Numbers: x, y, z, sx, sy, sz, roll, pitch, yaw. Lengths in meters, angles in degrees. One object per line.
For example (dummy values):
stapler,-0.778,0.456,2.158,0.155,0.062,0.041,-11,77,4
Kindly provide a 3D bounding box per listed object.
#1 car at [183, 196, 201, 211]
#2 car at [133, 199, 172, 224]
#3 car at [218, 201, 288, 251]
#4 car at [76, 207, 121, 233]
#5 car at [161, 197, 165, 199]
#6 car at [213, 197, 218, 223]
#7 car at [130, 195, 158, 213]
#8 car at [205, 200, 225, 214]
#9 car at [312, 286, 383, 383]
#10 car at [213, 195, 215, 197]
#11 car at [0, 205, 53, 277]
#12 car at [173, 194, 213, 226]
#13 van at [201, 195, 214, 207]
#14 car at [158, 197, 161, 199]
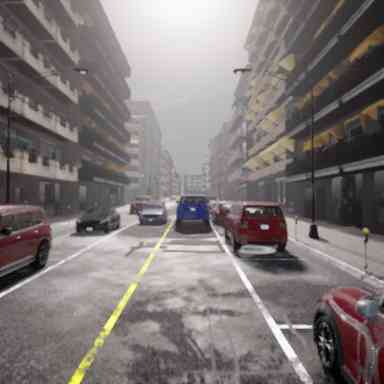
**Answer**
car,-0.001,1.354,41.008,2.097,1.767,4.553,0,0,0
car,-2.814,1.536,25.261,2.033,1.411,5.357,0,0,0
car,2.520,1.305,13.960,2.192,1.841,5.009,1,0,0
car,-5.347,1.554,19.532,1.947,1.339,4.313,1,0,0
car,-5.445,1.616,58.247,1.802,1.307,4.206,1,0,0
car,2.488,1.430,25.024,1.967,1.590,4.097,1,0,0
car,-5.383,1.311,36.122,2.192,1.841,5.009,1,0,0
car,2.458,1.579,36.086,1.802,1.307,4.206,1,0,0
car,2.586,1.438,2.899,1.967,1.590,4.097,1,0,0
car,2.435,1.327,47.149,2.192,1.841,5.009,1,0,0
car,-5.312,1.307,8.469,2.192,1.841,5.009,1,0,0
car,0.043,1.205,23.256,2.150,2.045,5.566,0,-1,0
van,2.420,1.364,52.681,1.690,1.788,3.998,1,0,0
car,-5.402,1.547,41.653,1.887,1.381,4.507,1,0,0
